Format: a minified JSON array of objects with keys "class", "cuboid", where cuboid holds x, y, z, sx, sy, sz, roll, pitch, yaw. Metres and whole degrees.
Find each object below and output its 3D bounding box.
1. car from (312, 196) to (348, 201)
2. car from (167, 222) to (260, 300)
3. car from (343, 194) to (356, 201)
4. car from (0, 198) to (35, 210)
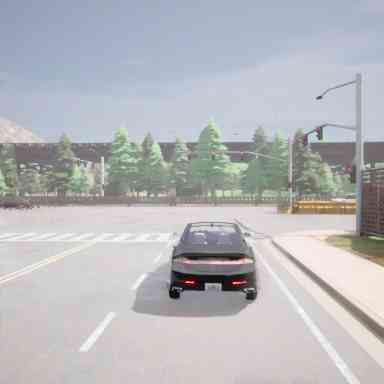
[{"class":"car","cuboid":[14.536,1.488,37.980,4.902,1.511,2.128,0,0,1]},{"class":"car","cuboid":[0.509,1.491,8.398,2.128,1.511,4.902,0,0,3]},{"class":"car","cuboid":[19.816,1.218,41.364,5.566,2.045,2.150,0,0,2]},{"class":"car","cuboid":[-22.634,1.516,42.564,4.674,1.442,1.812,0,0,2]}]
